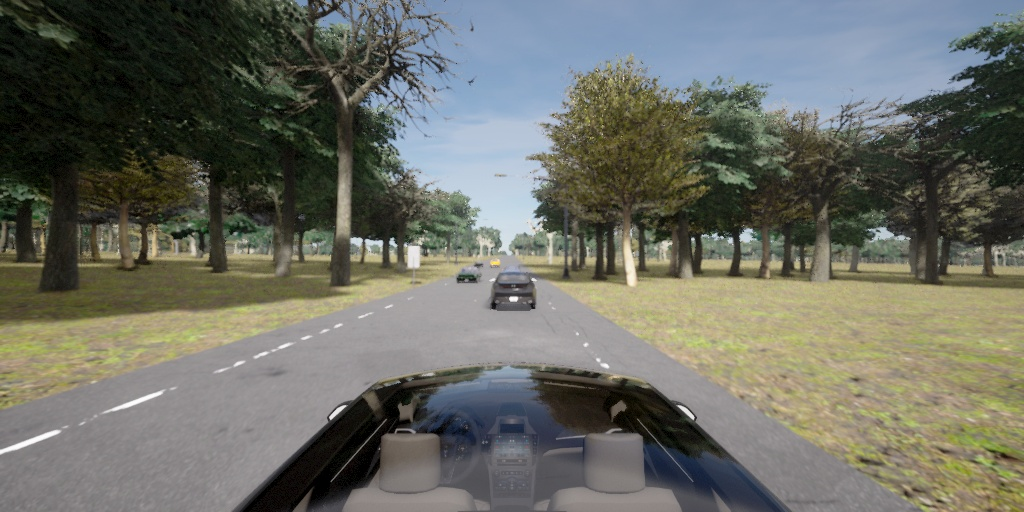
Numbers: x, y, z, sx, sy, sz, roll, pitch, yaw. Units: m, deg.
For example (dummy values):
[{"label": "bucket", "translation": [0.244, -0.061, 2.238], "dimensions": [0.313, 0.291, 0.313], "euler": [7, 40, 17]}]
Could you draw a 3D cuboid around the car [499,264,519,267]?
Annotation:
[{"label": "car", "translation": [0.037, 1.615, 34.883], "dimensions": [2.033, 1.411, 5.357], "euler": [0, 0, 0]}]

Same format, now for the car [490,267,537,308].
[{"label": "car", "translation": [0.066, 1.431, 16.225], "dimensions": [1.837, 1.490, 4.892], "euler": [0, -1, 0]}]

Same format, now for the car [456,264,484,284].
[{"label": "car", "translation": [-3.663, 1.647, 31.022], "dimensions": [1.895, 1.301, 4.718], "euler": [0, 0, 0]}]
